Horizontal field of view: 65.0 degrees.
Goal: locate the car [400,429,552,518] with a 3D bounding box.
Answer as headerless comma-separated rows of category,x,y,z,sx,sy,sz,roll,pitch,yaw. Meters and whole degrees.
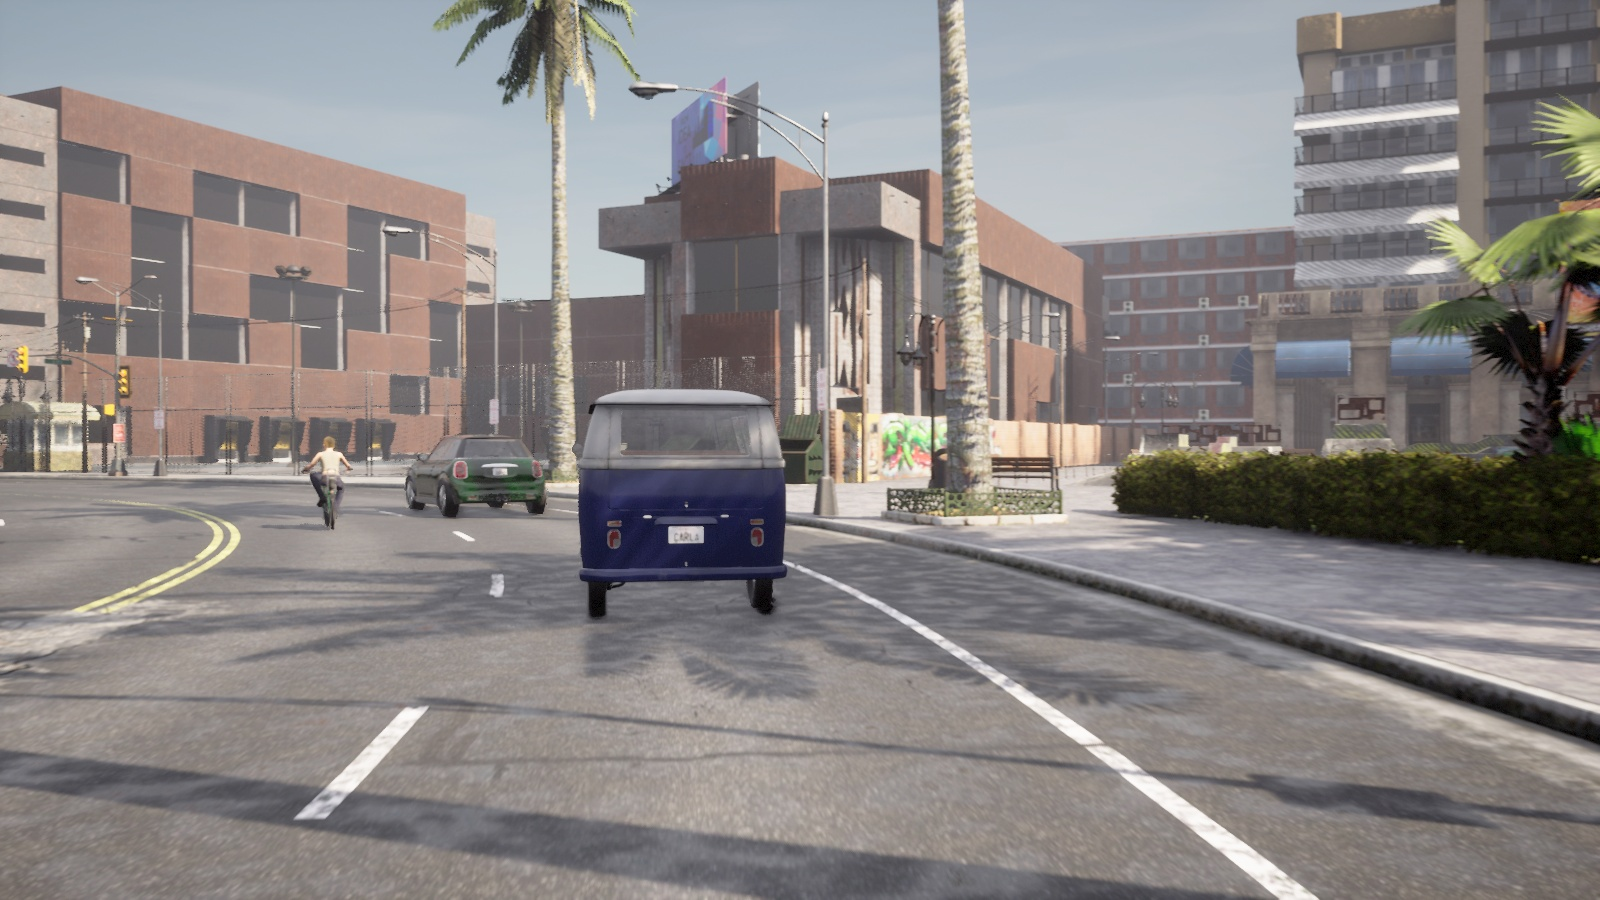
car,-7.155,0.450,27.374,2.097,1.767,4.553,0,0,-29

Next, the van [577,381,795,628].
van,-1.312,0.429,12.475,1.775,1.987,4.442,0,0,-10

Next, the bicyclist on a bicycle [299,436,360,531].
bicyclist on a bicycle,-8.341,0.557,22.224,0.866,1.612,1.509,-1,1,-26
